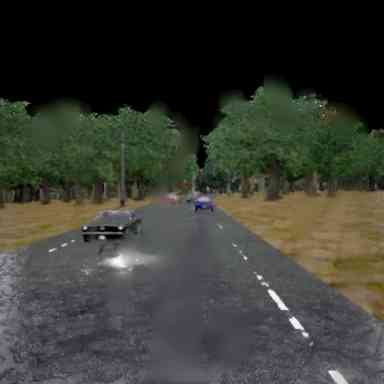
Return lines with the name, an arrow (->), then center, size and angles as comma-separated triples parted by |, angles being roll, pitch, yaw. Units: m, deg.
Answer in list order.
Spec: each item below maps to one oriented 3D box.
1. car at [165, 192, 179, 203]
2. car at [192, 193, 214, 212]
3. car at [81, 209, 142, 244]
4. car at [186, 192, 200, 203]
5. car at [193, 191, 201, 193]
car -> -3.368, 0.876, 56.258 | 2.097, 1.767, 4.553 | 0, 1, 2
car -> 1.235, 1.224, 35.156 | 1.882, 1.535, 5.008 | 0, 1, 0
car -> -3.596, 1.515, 15.564 | 1.895, 1.301, 4.718 | 0, 0, 0
car -> 0.088, 1.150, 54.036 | 1.895, 1.301, 4.718 | 0, 1, 2
car -> 1.047, 0.537, 71.337 | 2.097, 1.767, 4.553 | 0, 1, 6
